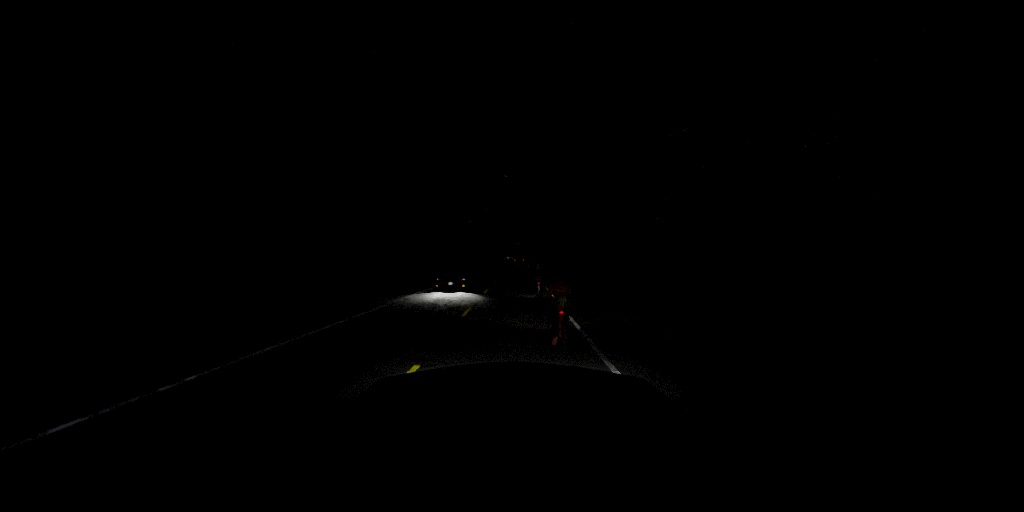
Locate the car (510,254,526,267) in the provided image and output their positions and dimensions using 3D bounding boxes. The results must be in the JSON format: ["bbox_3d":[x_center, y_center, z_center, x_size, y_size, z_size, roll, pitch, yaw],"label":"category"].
[{"bbox_3d":[1.211,0.800,59.685,2.150,2.045,5.566,0,1,1],"label":"car"}]

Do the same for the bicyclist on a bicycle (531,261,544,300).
[{"bbox_3d":[1.188,1.096,16.407,0.659,1.776,1.843,0,0,1],"label":"bicyclist on a bicycle"}]

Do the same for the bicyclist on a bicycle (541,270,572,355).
[{"bbox_3d":[1.036,1.193,7.715,0.582,1.620,1.656,0,0,1],"label":"bicyclist on a bicycle"}]

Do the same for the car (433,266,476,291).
[{"bbox_3d":[-3.280,1.278,21.228,1.994,1.385,4.181,0,0,1],"label":"car"}]
